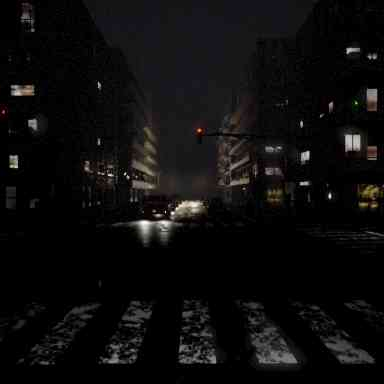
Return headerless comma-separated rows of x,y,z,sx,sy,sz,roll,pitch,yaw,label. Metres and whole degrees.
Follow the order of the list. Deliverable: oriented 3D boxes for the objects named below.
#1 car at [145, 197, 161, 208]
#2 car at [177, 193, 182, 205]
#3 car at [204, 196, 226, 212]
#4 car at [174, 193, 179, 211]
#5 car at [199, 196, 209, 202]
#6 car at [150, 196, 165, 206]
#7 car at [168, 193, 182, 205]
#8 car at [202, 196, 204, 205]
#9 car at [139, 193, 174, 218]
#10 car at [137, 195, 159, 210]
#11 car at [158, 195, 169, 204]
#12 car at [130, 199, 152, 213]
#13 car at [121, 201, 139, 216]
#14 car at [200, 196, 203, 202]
-5.652,1.540,49.109,1.752,1.417,4.829,0,0,0,car
-3.049,1.367,50.016,2.097,1.767,4.553,0,0,0,car
2.720,1.449,37.910,1.967,1.590,4.097,0,0,0,car
-3.065,1.362,40.117,2.097,1.767,4.553,0,0,0,car
2.751,1.586,77.687,2.008,1.369,4.403,0,0,0,car
-5.647,1.458,54.962,1.967,1.590,4.097,0,0,0,car
-2.993,1.243,60.594,2.150,2.045,5.566,0,0,1,car
2.724,1.452,43.592,1.967,1.590,4.097,0,0,0,car
-3.094,1.228,30.205,2.150,2.045,5.566,0,0,1,car
-5.656,1.326,43.597,2.192,1.841,5.009,0,0,0,car
-5.638,1.466,66.327,1.967,1.590,4.097,0,0,0,car
-5.660,1.534,37.745,1.752,1.417,4.829,0,0,0,car
-5.665,1.573,32.232,1.947,1.339,4.313,0,0,0,car
2.734,1.600,54.957,1.802,1.307,4.206,0,0,0,car
